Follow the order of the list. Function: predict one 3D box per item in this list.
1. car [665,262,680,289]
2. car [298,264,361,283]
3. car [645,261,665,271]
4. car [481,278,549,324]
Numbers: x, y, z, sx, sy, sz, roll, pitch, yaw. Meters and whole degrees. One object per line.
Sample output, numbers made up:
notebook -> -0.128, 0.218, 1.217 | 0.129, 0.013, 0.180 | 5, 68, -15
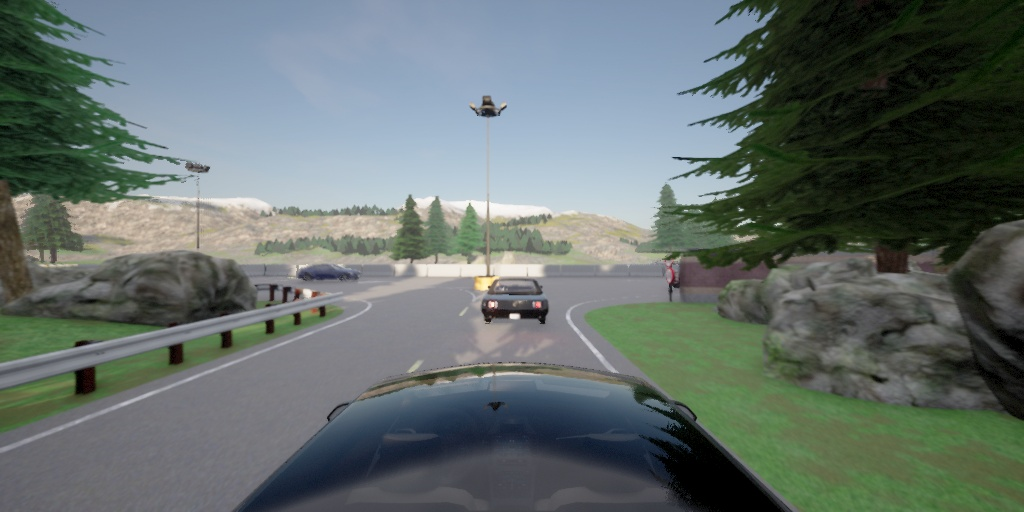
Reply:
car -> 11.842, 1.148, 21.082 | 4.553, 1.767, 2.097 | 0, 0, 2
car -> -14.458, 1.334, 28.480 | 4.674, 1.442, 1.812 | 0, 0, 1
car -> 19.899, 1.448, 45.450 | 4.718, 1.301, 1.895 | 0, 0, 1
car -> 0.112, 1.373, 12.019 | 1.895, 1.301, 4.718 | 0, 0, 1
